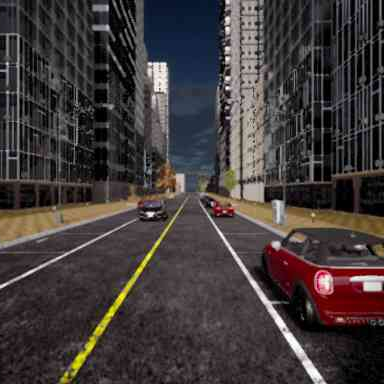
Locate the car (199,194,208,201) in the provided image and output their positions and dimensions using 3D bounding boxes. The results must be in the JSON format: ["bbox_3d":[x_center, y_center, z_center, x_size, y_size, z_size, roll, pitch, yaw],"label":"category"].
[{"bbox_3d":[2.741,1.210,80.901,1.967,1.590,4.097,0,0,0],"label":"car"}]

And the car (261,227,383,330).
[{"bbox_3d":[2.696,1.427,6.900,1.967,1.590,4.097,0,0,0],"label":"car"}]

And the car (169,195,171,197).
[{"bbox_3d":[-5.651,1.398,63.838,1.947,1.339,4.313,0,0,0],"label":"car"}]

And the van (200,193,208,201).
[{"bbox_3d":[2.738,1.133,75.209,1.690,1.788,3.998,0,0,0],"label":"van"}]

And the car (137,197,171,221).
[{"bbox_3d":[-2.984,1.443,26.305,2.128,1.511,4.902,0,0,0],"label":"car"}]

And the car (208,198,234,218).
[{"bbox_3d":[2.710,1.481,29.671,1.887,1.381,4.507,0,0,0],"label":"car"}]

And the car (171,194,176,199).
[{"bbox_3d":[-5.634,1.251,92.130,1.752,1.417,4.829,0,0,0],"label":"car"}]

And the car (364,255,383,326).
[{"bbox_3d":[2.693,1.438,1.208,1.967,1.590,4.097,0,0,0],"label":"car"}]

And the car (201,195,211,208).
[{"bbox_3d":[2.720,1.453,46.748,1.947,1.339,4.313,0,0,0],"label":"car"}]

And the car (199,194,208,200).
[{"bbox_3d":[2.727,1.417,58.132,1.947,1.339,4.313,0,0,0],"label":"car"}]
